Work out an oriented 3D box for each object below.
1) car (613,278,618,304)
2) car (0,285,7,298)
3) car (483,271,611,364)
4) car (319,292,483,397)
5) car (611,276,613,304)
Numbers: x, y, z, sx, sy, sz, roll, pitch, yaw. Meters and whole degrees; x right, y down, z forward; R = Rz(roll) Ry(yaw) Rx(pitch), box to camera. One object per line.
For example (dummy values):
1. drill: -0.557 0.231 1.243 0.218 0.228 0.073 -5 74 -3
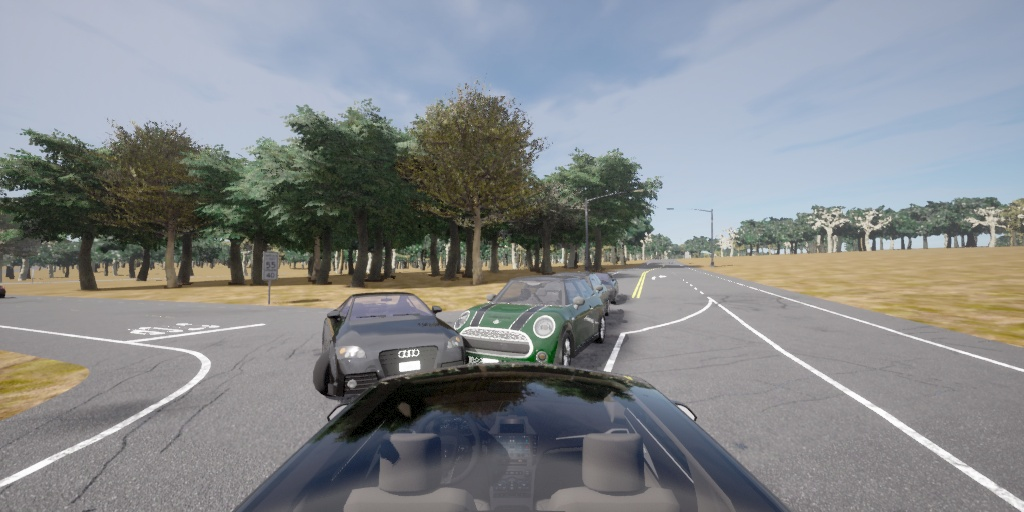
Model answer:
1. car: 4.217 1.509 17.870 1.994 1.385 4.181 -1 0 19
2. car: -40.861 2.562 27.387 4.181 1.385 1.994 -2 -3 22
3. car: 0.617 1.218 7.830 2.097 1.767 4.553 -1 -2 26
4. car: -2.355 1.376 6.625 1.994 1.385 4.181 1 -2 -29
5. car: 2.023 1.344 12.143 2.097 1.767 4.553 -1 -1 21
